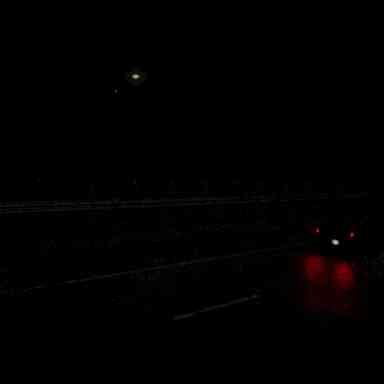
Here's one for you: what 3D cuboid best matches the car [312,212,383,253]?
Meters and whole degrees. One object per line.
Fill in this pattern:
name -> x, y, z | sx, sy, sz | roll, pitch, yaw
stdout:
car -> 6.816, 1.421, 12.772 | 4.718, 1.301, 1.895 | -1, 1, -34
